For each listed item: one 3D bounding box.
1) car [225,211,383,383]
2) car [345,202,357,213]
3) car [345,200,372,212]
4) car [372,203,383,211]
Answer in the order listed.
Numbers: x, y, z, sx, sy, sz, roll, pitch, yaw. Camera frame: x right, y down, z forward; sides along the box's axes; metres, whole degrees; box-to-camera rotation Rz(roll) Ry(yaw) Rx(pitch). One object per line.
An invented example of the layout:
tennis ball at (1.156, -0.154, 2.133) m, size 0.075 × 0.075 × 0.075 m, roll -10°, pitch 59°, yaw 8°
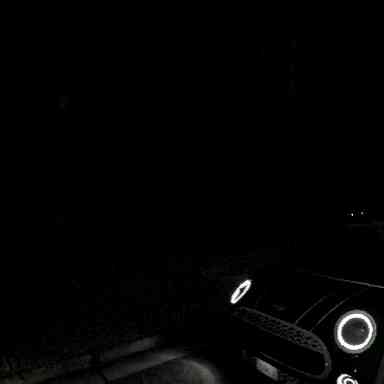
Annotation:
car at (2.651, 1.352, 4.963) m, size 4.553 × 1.767 × 2.097 m, roll 0°, pitch 0°, yaw -36°
car at (9.307, 1.540, 24.354) m, size 1.947 × 1.339 × 4.313 m, roll 0°, pitch 0°, yaw -35°
car at (10.845, 1.209, 26.575) m, size 2.150 × 2.045 × 5.566 m, roll 0°, pitch 0°, yaw -35°
car at (15.844, 1.581, 29.012) m, size 1.947 × 1.339 × 4.313 m, roll 0°, pitch 0°, yaw -35°
